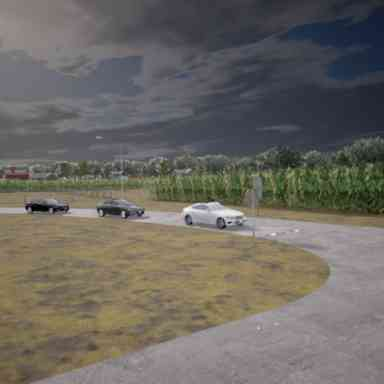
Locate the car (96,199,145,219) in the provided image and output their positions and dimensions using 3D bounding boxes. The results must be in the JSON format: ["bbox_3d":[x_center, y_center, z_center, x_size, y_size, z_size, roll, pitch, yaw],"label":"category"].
[{"bbox_3d":[-6.047,1.335,27.954,4.892,1.490,1.837,0,2,38],"label":"car"}]

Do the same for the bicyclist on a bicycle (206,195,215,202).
[{"bbox_3d":[1.599,1.089,29.547,0.582,1.620,1.656,1,1,43],"label":"bicyclist on a bicycle"}]

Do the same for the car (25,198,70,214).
[{"bbox_3d":[-14.580,1.339,33.491,5.008,1.535,1.882,0,2,27],"label":"car"}]

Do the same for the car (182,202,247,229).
[{"bbox_3d":[1.251,1.377,20.910,1.812,1.442,4.674,-3,2,-42],"label":"car"}]
